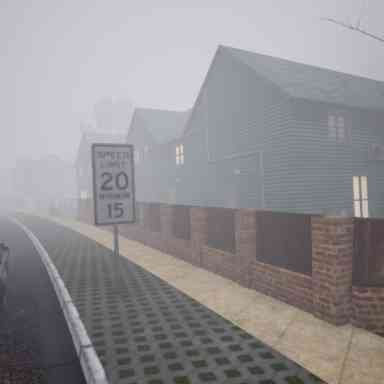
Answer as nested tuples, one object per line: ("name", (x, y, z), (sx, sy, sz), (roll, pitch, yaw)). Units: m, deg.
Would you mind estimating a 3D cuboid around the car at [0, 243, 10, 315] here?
("car", (-4.890, 1.630, 6.957), (1.895, 1.301, 4.718), (-2, 1, -28))
